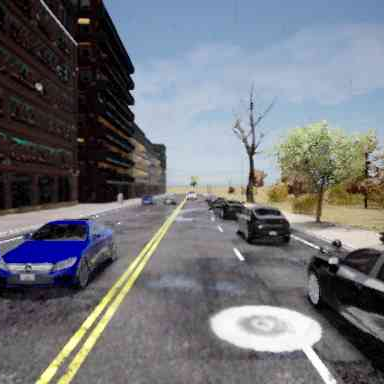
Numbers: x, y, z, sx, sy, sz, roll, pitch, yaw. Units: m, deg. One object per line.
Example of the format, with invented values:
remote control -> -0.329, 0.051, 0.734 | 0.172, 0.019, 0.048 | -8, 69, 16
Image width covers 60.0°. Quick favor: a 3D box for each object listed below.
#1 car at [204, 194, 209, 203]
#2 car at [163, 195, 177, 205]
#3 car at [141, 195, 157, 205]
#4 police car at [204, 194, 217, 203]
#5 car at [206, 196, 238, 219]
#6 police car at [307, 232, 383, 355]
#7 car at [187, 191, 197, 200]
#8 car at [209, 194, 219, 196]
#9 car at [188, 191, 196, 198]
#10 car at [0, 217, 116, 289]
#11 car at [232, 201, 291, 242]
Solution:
car -> 3.257, 1.193, 48.787 | 2.128, 1.511, 4.902 | 0, 0, 0
car -> -3.301, 1.185, 49.983 | 2.128, 1.511, 4.902 | 0, 0, 0
car -> -6.532, 1.217, 50.355 | 1.812, 1.442, 4.674 | 0, 0, 1
police car -> 3.260, 1.138, 59.788 | 2.038, 1.542, 4.974 | 0, 0, 0
car -> 2.891, 1.337, 27.478 | 1.837, 1.490, 4.892 | 1, 0, -13
police car -> 3.251, 1.395, 4.895 | 1.930, 1.638, 5.238 | 0, 0, 0
car -> 0.012, 0.745, 77.958 | 2.150, 2.045, 5.566 | 0, 0, 0
car -> 3.256, 1.273, 37.786 | 1.837, 1.490, 4.892 | 0, 0, 0
car -> 0.015, 0.621, 93.003 | 2.150, 2.045, 5.566 | 0, 0, 0
car -> -3.347, 1.469, 9.099 | 1.812, 1.442, 4.674 | 0, 0, 0
car -> 3.253, 1.407, 15.786 | 1.837, 1.490, 4.892 | 0, 0, 0
